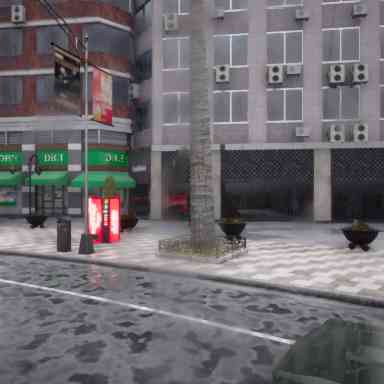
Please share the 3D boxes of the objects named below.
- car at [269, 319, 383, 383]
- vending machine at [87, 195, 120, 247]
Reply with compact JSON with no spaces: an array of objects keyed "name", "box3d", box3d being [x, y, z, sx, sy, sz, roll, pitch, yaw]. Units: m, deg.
[{"name":"car","box3d":[2.723,1.601,1.740,4.718,1.301,1.895,0,0,37]},{"name":"vending machine","box3d":[-3.733,1.195,14.134,0.880,2.100,1.100,0,0,24]}]
